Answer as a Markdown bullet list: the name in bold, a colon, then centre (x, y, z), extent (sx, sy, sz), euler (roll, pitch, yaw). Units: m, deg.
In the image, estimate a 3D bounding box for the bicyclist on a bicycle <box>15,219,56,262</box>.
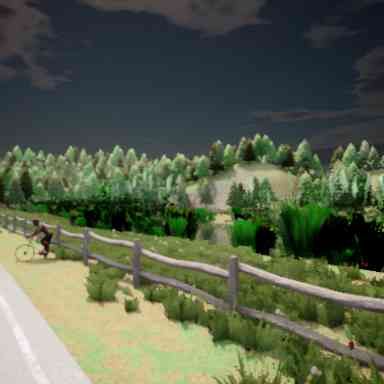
- **bicyclist on a bicycle**: centre (-5.893, 1.867, 12.841), extent (1.656, 1.620, 0.582), euler (2, -3, -35)
